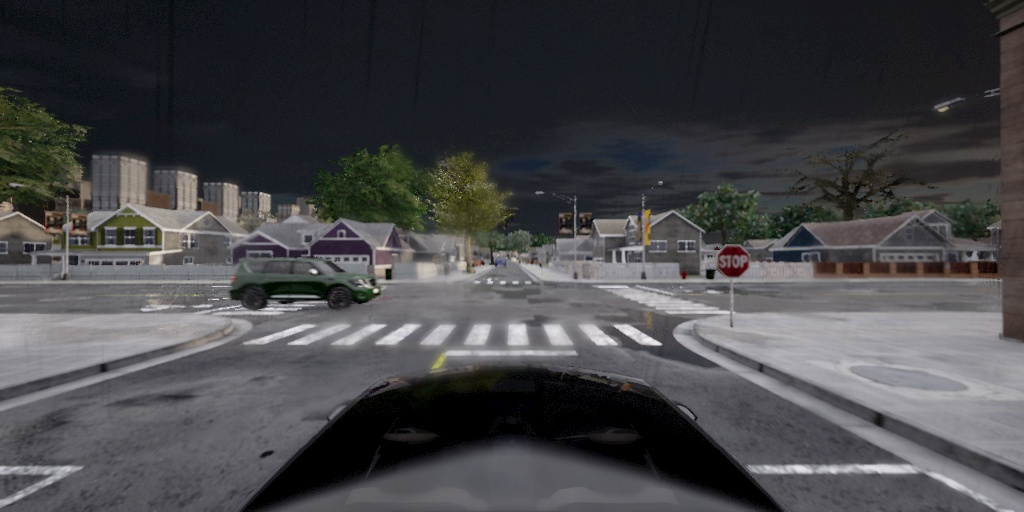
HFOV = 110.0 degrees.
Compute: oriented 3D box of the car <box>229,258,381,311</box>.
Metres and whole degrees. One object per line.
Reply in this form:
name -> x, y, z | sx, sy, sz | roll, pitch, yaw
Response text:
car -> -8.364, 1.082, 14.720 | 5.566, 2.045, 2.150 | 0, 0, 0
